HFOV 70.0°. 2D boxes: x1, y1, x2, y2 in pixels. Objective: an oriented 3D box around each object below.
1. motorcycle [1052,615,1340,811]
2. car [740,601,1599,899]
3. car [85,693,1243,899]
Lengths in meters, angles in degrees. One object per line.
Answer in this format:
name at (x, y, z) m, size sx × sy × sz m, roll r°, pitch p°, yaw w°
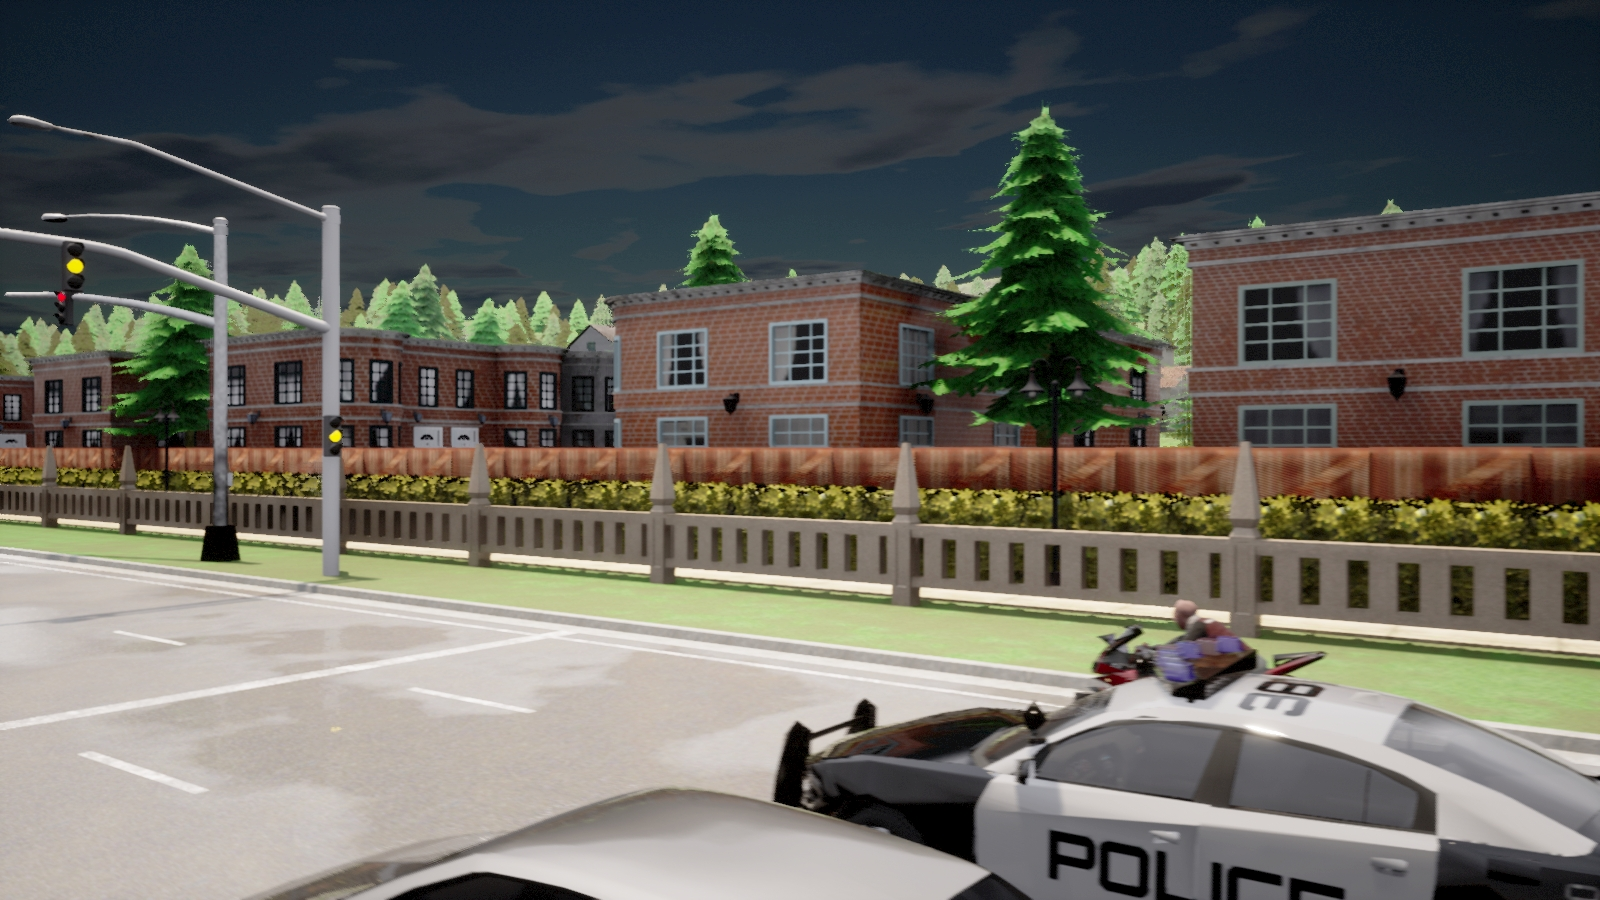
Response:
motorcycle at (3.410, 2.202, 9.942) m, size 2.209 × 1.251 × 0.867 m, roll 0°, pitch 0°, yaw 35°
car at (2.378, 1.980, 6.392) m, size 5.238 × 1.638 × 2.097 m, roll 0°, pitch 0°, yaw 35°
car at (-0.744, 2.062, 4.306) m, size 4.193 × 1.474 × 1.816 m, roll 0°, pitch 0°, yaw 35°
